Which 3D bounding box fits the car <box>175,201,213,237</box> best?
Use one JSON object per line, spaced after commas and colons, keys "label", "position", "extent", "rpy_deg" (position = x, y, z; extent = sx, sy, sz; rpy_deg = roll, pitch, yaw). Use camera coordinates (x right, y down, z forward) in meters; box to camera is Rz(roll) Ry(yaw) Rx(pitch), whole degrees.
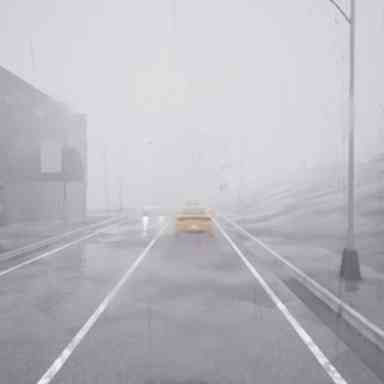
{"label": "car", "position": [0.101, 1.472, 18.055], "extent": [1.882, 1.535, 5.008], "rpy_deg": [0, 0, 0]}

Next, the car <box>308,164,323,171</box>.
{"label": "car", "position": [21.862, -3.963, 55.703], "extent": [2.231, 1.521, 4.892], "rpy_deg": [0, 1, -1]}

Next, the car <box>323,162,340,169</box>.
{"label": "car", "position": [22.095, -3.827, 50.162], "extent": [2.002, 1.452, 4.674], "rpy_deg": [0, 1, -2]}

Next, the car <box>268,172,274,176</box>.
{"label": "car", "position": [21.252, -4.429, 83.324], "extent": [2.185, 1.767, 4.553], "rpy_deg": [0, 1, -1]}

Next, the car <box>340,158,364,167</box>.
{"label": "car", "position": [22.447, -3.765, 44.625], "extent": [2.097, 1.535, 5.008], "rpy_deg": [0, 1, -4]}

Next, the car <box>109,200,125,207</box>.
{"label": "car", "position": [-16.461, 2.427, 72.627], "extent": [2.097, 1.767, 4.553], "rpy_deg": [-1, -2, -36]}

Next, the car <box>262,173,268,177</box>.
{"label": "car", "position": [21.132, -4.489, 88.843], "extent": [2.185, 1.767, 4.553], "rpy_deg": [0, 1, -1]}

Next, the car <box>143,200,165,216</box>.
{"label": "car", "position": [-3.684, 1.573, 32.928], "extent": [1.812, 1.442, 4.674], "rpy_deg": [0, -1, -1]}

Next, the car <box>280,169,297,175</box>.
{"label": "car", "position": [21.495, -4.299, 72.158], "extent": [2.185, 1.767, 4.553], "rpy_deg": [0, 1, -1]}

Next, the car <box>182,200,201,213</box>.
{"label": "car", "position": [-0.107, 1.670, 38.604], "extent": [1.994, 1.385, 4.181], "rpy_deg": [0, -1, -3]}

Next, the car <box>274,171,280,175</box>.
{"label": "car", "position": [21.376, -4.197, 77.651], "extent": [2.002, 1.452, 4.674], "rpy_deg": [0, 1, -1]}

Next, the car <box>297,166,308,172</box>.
{"label": "car", "position": [21.733, -4.042, 61.221], "extent": [2.231, 1.521, 4.892], "rpy_deg": [0, 1, -1]}

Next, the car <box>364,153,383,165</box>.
{"label": "car", "position": [22.916, -3.789, 39.119], "extent": [2.185, 1.767, 4.553], "rpy_deg": [0, 1, -5]}
